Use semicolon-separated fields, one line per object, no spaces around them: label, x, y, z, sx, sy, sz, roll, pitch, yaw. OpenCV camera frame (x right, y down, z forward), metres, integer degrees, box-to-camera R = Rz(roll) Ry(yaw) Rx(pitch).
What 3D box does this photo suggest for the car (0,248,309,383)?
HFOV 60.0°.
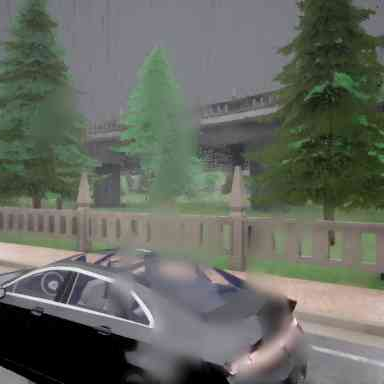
car;-1.117;1.492;4.203;4.902;1.511;2.128;0;0;33
